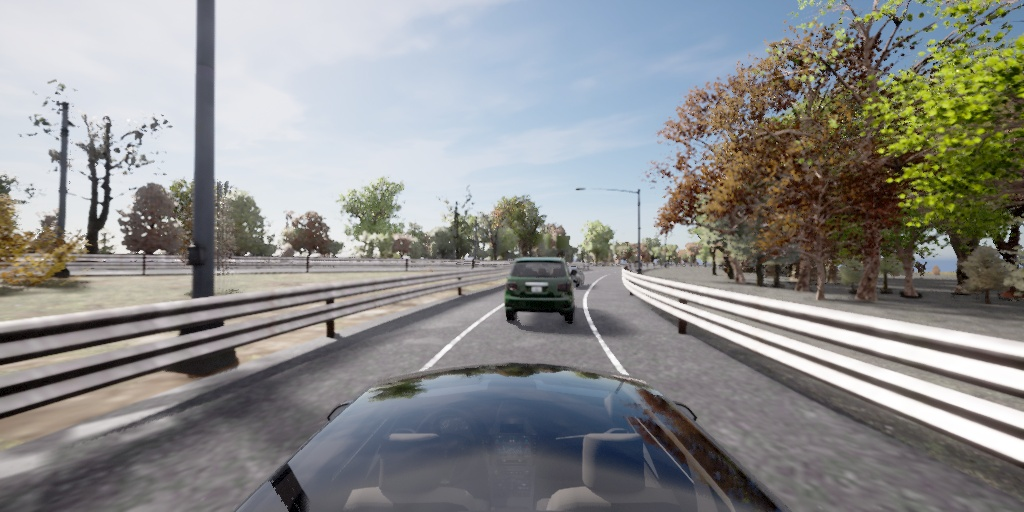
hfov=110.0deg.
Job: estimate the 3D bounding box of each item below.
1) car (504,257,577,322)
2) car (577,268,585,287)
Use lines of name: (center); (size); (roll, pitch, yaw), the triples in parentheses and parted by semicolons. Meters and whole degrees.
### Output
car: (1.126, 1.075, 12.945); (2.150, 2.045, 5.566); (0, 0, 9)
car: (4.469, 1.564, 27.603); (2.033, 1.411, 5.357); (0, -1, 16)
